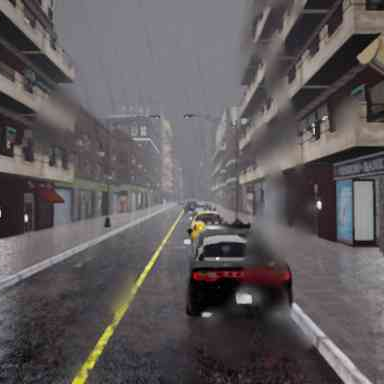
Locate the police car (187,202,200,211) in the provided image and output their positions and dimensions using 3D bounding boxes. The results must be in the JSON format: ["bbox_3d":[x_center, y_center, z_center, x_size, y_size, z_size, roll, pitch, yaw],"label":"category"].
[{"bbox_3d":[0.829,1.739,23.850,1.930,1.638,5.238,0,-1,0],"label":"police car"}]

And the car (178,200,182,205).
[{"bbox_3d":[-2.743,2.847,88.911,1.994,1.385,4.181,0,-1,0],"label":"car"}]

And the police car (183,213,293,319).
[{"bbox_3d":[0.828,1.520,7.848,1.930,1.638,5.238,0,-1,0],"label":"police car"}]

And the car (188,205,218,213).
[{"bbox_3d":[0.828,1.684,17.930,1.801,1.575,5.366,0,-1,0],"label":"car"}]

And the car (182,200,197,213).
[{"bbox_3d":[0.032,1.996,46.310,2.097,1.767,4.553,0,-1,0],"label":"car"}]
